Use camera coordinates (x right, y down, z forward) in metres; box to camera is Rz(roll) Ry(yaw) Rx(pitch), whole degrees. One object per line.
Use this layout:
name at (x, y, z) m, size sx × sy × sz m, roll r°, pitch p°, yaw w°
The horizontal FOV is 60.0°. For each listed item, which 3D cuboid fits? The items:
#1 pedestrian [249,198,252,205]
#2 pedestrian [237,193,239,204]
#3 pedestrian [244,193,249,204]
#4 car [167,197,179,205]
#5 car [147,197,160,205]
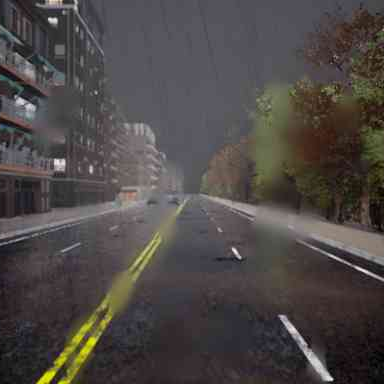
pedestrian at (10.025, 1.571, 57.163) m, size 0.375 × 1.300 × 0.375 m, roll 0°, pitch 0°, yaw 0°
pedestrian at (8.025, 1.102, 57.763) m, size 0.375 × 1.860 × 0.375 m, roll 0°, pitch 0°, yaw 0°
pedestrian at (9.025, 1.102, 56.563) m, size 0.375 × 1.860 × 0.375 m, roll 0°, pitch 0°, yaw 0°
car at (-3.238, 1.514, 56.784) m, size 2.033 × 1.411 × 5.357 m, roll 0°, pitch 0°, yaw 0°
car at (-6.485, 1.513, 57.072) m, size 2.033 × 1.411 × 5.357 m, roll 0°, pitch 0°, yaw 0°
